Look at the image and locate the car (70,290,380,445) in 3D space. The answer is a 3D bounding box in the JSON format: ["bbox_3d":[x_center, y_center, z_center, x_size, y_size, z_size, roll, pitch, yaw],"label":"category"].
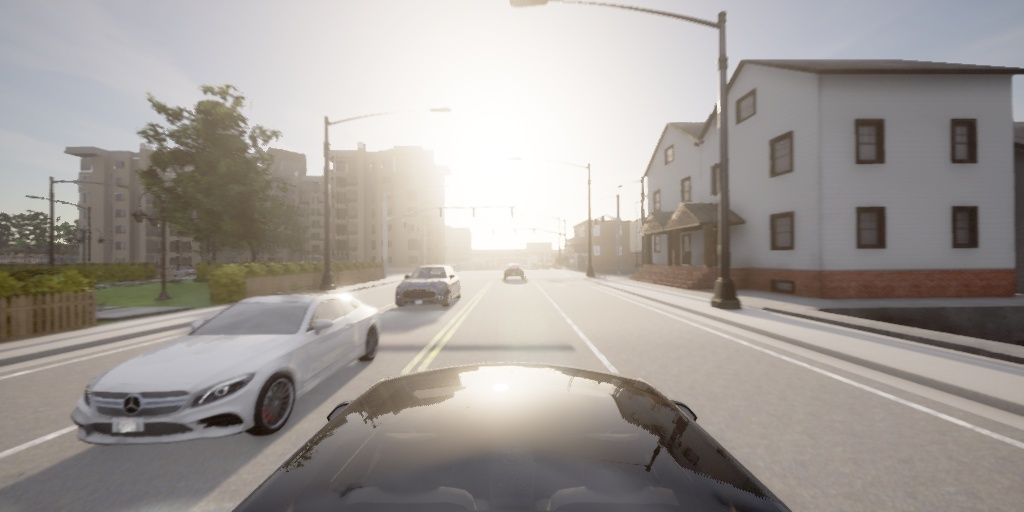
[{"bbox_3d":[-3.588,1.324,5.670,1.812,1.442,4.674,-1,0,0],"label":"car"}]

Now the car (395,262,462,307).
[{"bbox_3d":[-3.565,1.191,15.967,2.097,1.767,4.553,-1,0,0],"label":"car"}]

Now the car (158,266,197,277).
[{"bbox_3d":[-40.355,1.881,43.839,4.718,1.301,1.895,-1,0,1],"label":"car"}]

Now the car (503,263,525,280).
[{"bbox_3d":[0.224,1.403,33.588,1.812,1.442,4.674,-1,0,2],"label":"car"}]
